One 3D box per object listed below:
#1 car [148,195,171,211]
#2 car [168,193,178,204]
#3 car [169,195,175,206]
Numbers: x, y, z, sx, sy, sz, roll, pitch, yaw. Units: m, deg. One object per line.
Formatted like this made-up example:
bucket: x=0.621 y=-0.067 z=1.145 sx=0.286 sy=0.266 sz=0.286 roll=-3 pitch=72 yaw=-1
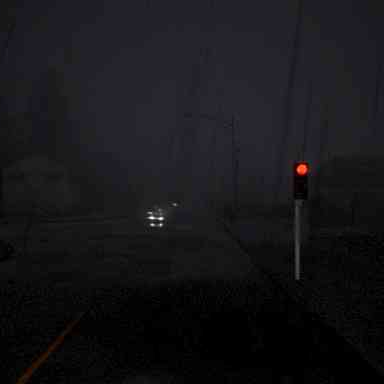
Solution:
car: x=-4.085 y=1.491 z=40.057 sx=2.128 sy=1.511 sz=4.902 roll=0 pitch=0 yaw=0
car: x=-4.005 y=1.222 z=66.541 sx=2.150 sy=2.045 sz=5.566 roll=0 pitch=0 yaw=0
car: x=-4.070 y=1.525 z=51.338 sx=1.812 sy=1.442 sz=4.674 roll=0 pitch=0 yaw=0
